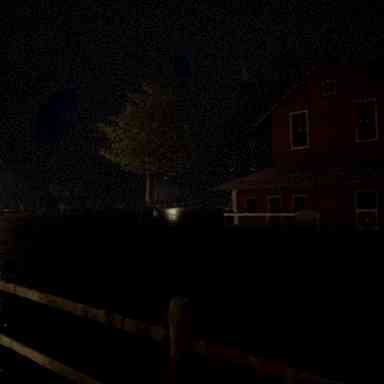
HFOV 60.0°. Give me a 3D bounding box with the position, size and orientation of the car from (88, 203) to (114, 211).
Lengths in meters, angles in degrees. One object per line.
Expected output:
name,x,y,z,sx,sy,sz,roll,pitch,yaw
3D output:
car,-17.841,2.877,65.219,2.033,1.411,5.357,-3,-3,36
